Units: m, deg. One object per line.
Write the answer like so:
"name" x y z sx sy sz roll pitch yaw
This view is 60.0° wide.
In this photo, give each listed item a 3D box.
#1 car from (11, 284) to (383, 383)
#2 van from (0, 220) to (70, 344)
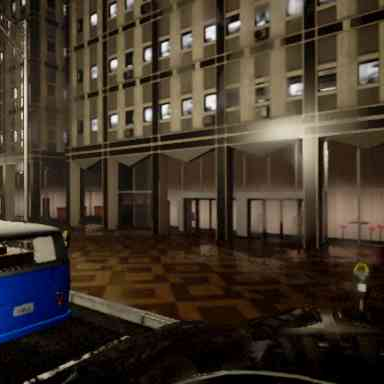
"car" 0.855 1.567 2.269 4.313 1.339 1.947 0 0 36
"van" -3.775 1.358 5.585 3.998 1.788 1.690 0 0 36
